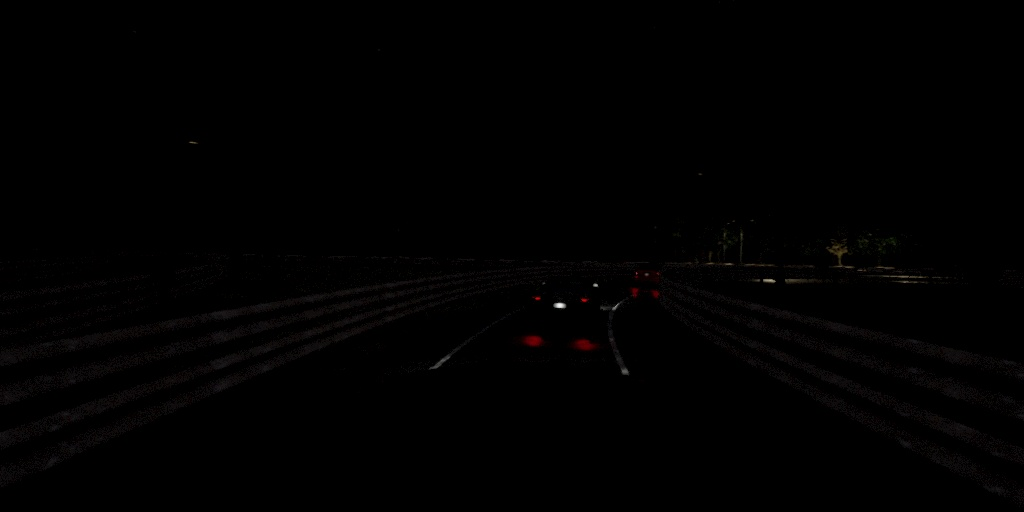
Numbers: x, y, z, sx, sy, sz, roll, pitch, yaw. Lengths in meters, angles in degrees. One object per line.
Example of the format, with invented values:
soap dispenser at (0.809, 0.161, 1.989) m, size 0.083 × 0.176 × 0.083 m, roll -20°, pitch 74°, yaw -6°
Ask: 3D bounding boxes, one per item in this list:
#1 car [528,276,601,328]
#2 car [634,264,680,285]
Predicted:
car at (1.860, 1.355, 11.841) m, size 1.994 × 1.385 × 4.181 m, roll 1°, pitch 0°, yaw 15°
car at (11.390, 1.409, 28.000) m, size 2.097 × 1.767 × 4.553 m, roll 1°, pitch 0°, yaw 43°
